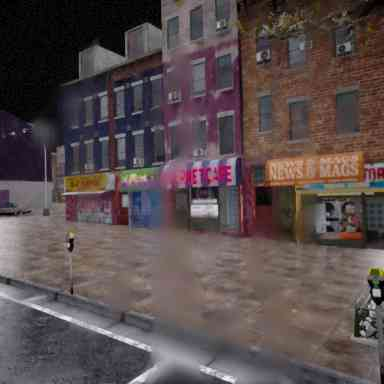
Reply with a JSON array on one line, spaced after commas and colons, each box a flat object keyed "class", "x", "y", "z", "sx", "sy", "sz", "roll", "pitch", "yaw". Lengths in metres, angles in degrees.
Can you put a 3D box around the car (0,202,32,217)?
[{"class": "car", "x": -17.553, "y": 1.621, "z": 30.214, "sx": 2.033, "sy": 1.411, "sz": 5.357, "roll": -2, "pitch": -1, "yaw": 39}]
